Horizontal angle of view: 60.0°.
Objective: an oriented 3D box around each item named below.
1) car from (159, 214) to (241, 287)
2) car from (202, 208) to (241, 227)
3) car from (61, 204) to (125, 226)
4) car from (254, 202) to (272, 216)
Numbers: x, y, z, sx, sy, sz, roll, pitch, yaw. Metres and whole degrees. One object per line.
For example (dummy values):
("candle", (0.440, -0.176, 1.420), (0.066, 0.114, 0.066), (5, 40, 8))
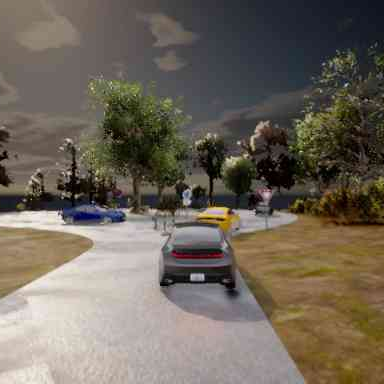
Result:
("car", (0.138, 1.601, 9.565), (1.837, 1.490, 4.892), (0, 0, 0))
("car", (1.679, 1.676, 20.071), (1.882, 1.535, 5.008), (0, -1, 18))
("car", (-7.644, 1.734, 25.863), (5.008, 1.535, 1.882), (0, 0, 12))
("car", (8.110, 1.866, 37.937), (2.128, 1.511, 4.902), (0, -1, 11))
